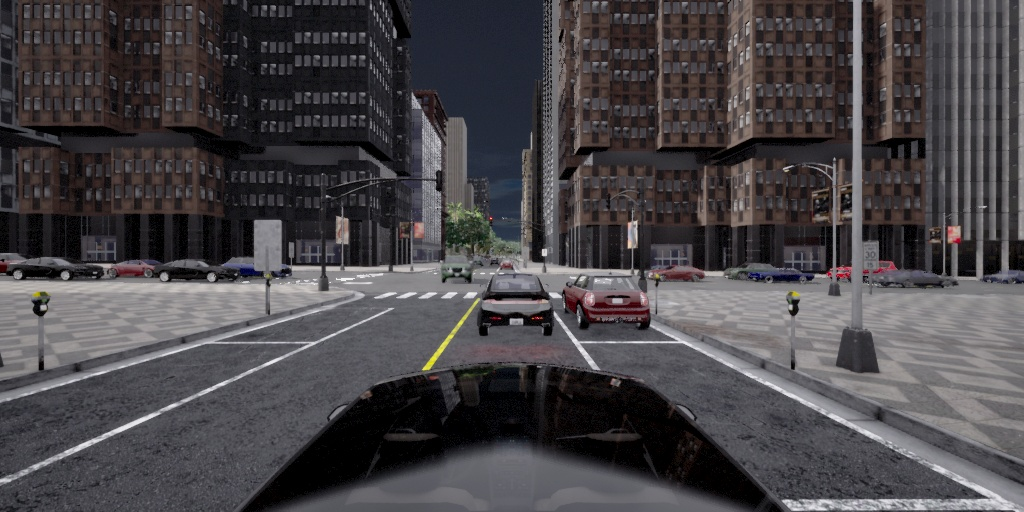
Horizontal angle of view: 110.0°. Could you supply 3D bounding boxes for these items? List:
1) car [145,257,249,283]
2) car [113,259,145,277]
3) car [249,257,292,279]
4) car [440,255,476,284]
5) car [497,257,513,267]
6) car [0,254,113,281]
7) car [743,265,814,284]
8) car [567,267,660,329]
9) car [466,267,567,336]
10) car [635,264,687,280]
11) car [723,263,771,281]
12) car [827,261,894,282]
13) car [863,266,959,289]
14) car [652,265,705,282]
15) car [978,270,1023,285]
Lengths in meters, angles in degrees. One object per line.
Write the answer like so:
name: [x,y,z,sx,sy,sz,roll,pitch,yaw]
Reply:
car: [-21.274,0.960,24.363,5.008,1.535,1.882,1,0,-1]
car: [-28.208,0.945,27.547,4.181,1.385,1.994,1,0,-1]
car: [-19.564,0.855,27.628,4.553,1.767,2.097,1,0,0]
car: [-4.285,0.940,27.357,2.150,2.045,5.566,1,0,-11]
car: [-0.762,1.197,52.628,1.967,1.591,4.097,0,0,-1]
car: [-30.741,0.827,24.281,5.008,1.535,1.882,1,0,0]
car: [23.456,1.714,31.462,4.718,1.301,1.895,1,0,-1]
car: [2.734,1.189,11.247,1.967,1.591,4.097,0,0,0]
car: [0.076,1.241,10.361,2.128,1.511,4.902,0,0,-1]
car: [14.340,1.541,34.631,4.181,1.385,1.994,1,0,-1]
car: [23.051,1.455,34.707,4.553,1.767,2.097,1,0,-1]
car: [33.958,1.482,34.795,5.566,2.045,2.150,1,0,-1]
car: [31.398,1.780,28.082,5.357,1.411,2.033,1,0,-1]
car: [14.351,1.507,31.379,4.674,1.442,1.812,1,0,-1]
car: [49.001,2.084,34.838,5.357,1.411,2.033,1,0,-1]
